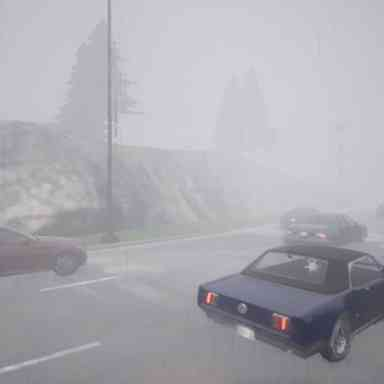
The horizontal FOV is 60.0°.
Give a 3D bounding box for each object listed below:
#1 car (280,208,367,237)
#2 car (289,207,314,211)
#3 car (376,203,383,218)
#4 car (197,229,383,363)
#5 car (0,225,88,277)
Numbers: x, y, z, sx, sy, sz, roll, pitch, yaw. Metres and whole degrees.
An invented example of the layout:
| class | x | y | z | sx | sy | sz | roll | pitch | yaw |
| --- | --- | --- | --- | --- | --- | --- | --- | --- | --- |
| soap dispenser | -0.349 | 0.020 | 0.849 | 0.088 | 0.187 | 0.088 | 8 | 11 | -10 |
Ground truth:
| class | x | y | z | sx | sy | sz | roll | pitch | yaw |
| --- | --- | --- | --- | --- | --- | --- | --- | --- | --- |
| car | 5.770 | 1.582 | 14.026 | 2.033 | 1.411 | 5.357 | 0 | 0 | 42 |
| car | 7.302 | 1.624 | 21.494 | 1.994 | 1.385 | 4.181 | 0 | 0 | 38 |
| car | 17.936 | 1.643 | 29.963 | 1.895 | 1.301 | 4.718 | 0 | 0 | 36 |
| car | 2.420 | 1.617 | 5.963 | 4.718 | 1.301 | 1.895 | 0 | 0 | -41 |
| car | -5.188 | 1.594 | 8.832 | 4.674 | 1.442 | 1.812 | 0 | 0 | -37 |
